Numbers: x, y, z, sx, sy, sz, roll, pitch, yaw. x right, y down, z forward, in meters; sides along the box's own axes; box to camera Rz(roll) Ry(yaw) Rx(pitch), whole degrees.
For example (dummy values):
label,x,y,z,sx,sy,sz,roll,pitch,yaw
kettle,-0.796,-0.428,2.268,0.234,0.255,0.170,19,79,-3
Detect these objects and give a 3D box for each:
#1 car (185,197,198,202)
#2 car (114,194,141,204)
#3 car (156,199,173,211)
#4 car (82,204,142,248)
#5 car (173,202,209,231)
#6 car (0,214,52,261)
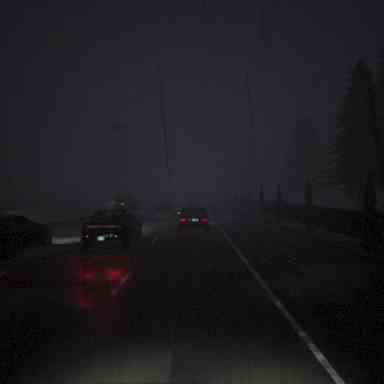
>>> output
label,x,y,z,sx,sy,sz,roll,pitch,yaw
car,0.004,1.562,53.373,1.882,1.535,5.008,0,0,-2
car,-6.901,1.279,35.735,2.150,2.045,5.566,0,0,0
car,-3.399,1.591,41.079,1.812,1.442,4.674,0,0,0
car,-3.399,1.516,14.839,2.128,1.511,4.902,0,0,0
car,0.100,1.580,20.643,2.033,1.411,5.357,0,0,0
car,-6.897,1.545,12.290,1.812,1.442,4.674,0,0,0
